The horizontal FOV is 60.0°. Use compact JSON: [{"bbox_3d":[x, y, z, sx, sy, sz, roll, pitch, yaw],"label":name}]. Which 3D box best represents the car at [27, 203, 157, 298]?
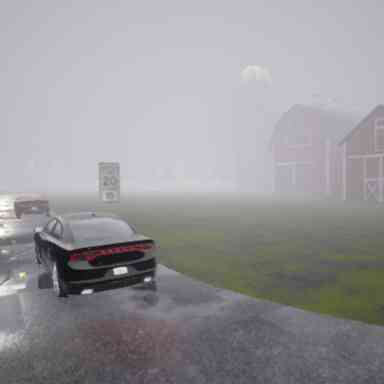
[{"bbox_3d":[-2.604,1.221,8.116,1.882,1.535,5.008,-3,3,-32],"label":"car"}]

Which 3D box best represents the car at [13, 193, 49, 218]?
[{"bbox_3d":[-10.809,0.812,22.341,1.882,1.535,5.008,-2,2,-30],"label":"car"}]
